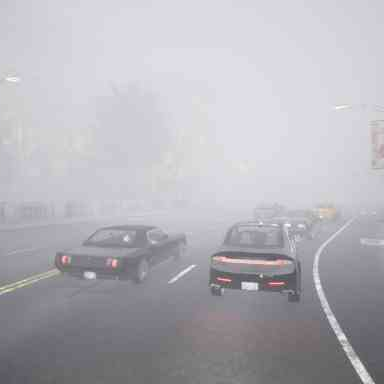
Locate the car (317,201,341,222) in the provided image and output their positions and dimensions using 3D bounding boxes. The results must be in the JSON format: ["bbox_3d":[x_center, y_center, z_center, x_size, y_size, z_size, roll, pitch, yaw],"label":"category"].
[{"bbox_3d":[10.584,1.456,26.274,1.801,1.575,5.366,0,0,30],"label":"car"}]

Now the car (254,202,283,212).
[{"bbox_3d":[6.222,1.492,25.467,2.128,1.511,4.902,0,0,30],"label":"car"}]

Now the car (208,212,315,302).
[{"bbox_3d":[1.695,1.492,8.368,2.128,1.511,4.902,0,0,15],"label":"car"}]

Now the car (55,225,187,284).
[{"bbox_3d":[-1.657,1.601,9.682,1.895,1.301,4.718,0,0,17],"label":"car"}]

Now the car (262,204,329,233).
[{"bbox_3d":[5.559,1.547,17.320,2.033,1.411,5.357,0,0,29],"label":"car"}]
